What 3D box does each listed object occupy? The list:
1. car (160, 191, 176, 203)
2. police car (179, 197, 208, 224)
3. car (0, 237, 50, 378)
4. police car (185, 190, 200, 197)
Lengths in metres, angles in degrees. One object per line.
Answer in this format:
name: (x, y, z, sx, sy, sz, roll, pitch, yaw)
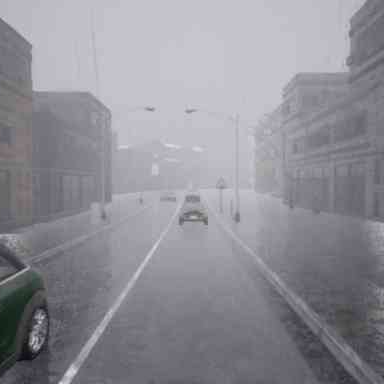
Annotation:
car: (-3.077, 0.603, 43.817, 1.994, 1.385, 4.181, 1, 3, -1)
police car: (0.104, 1.421, 24.085, 2.038, 1.542, 4.974, 0, 1, 0)
car: (-3.099, 1.350, 2.880, 2.097, 1.767, 4.553, 0, 0, 0)
police car: (0.105, 0.566, 42.490, 1.930, 1.638, 5.238, 0, 4, 0)
